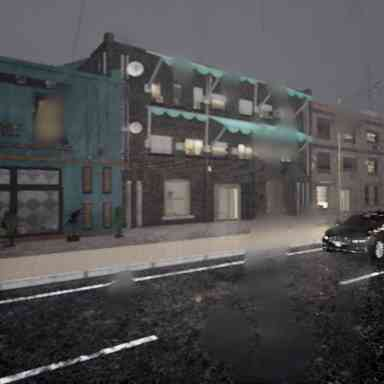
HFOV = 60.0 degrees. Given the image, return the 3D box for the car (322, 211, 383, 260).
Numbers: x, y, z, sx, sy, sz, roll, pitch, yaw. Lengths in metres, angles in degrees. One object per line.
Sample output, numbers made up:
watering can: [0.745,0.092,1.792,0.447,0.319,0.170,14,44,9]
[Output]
car: [6.887,1.520,12.582,4.892,1.490,1.837,0,0,-35]
